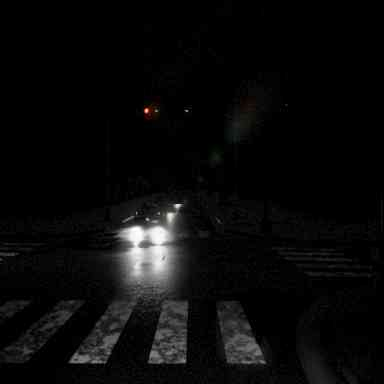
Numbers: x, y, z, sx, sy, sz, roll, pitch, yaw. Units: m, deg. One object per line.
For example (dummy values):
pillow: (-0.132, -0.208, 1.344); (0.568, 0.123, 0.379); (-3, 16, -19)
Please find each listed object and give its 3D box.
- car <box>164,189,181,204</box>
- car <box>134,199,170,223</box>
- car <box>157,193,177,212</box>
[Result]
car: (-2.868, 0.603, 49.123); (2.150, 2.045, 5.566); (0, 2, 0)
car: (-2.869, 1.425, 23.681); (1.895, 1.301, 4.718); (0, 1, 0)
car: (-2.875, 1.165, 34.130); (1.837, 1.490, 4.892); (0, 1, 0)
